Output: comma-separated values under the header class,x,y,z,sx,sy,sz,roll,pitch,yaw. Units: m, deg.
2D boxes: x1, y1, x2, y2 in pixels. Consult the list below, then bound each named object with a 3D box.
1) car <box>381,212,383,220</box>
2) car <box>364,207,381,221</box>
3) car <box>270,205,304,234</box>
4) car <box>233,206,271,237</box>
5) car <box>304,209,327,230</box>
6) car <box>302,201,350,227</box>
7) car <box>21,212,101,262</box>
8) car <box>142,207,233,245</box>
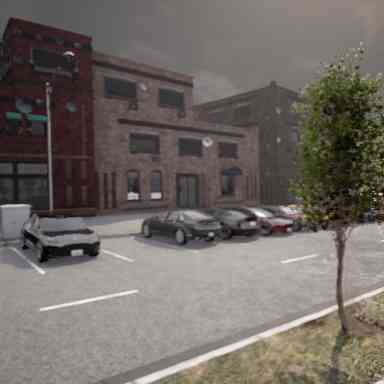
class,x,y,z,sx,sy,sz,roll,pitch,yaw
car,13.889,1.585,28.172,2.163,1.488,4.792,0,0,-42
car,11.922,1.598,26.448,2.002,1.452,4.674,0,0,-41
car,3.628,1.577,19.365,2.163,1.488,4.792,0,0,-39
car,1.469,1.569,17.697,2.163,1.488,4.792,0,0,-38
car,5.716,1.593,21.126,2.002,1.452,4.674,0,0,-39
car,7.926,1.552,22.740,1.946,1.575,5.366,0,0,-40
car,-5.078,1.537,12.561,2.163,1.488,4.792,0,0,-36
car,-0.653,1.532,15.975,2.231,1.521,4.892,0,0,-38
